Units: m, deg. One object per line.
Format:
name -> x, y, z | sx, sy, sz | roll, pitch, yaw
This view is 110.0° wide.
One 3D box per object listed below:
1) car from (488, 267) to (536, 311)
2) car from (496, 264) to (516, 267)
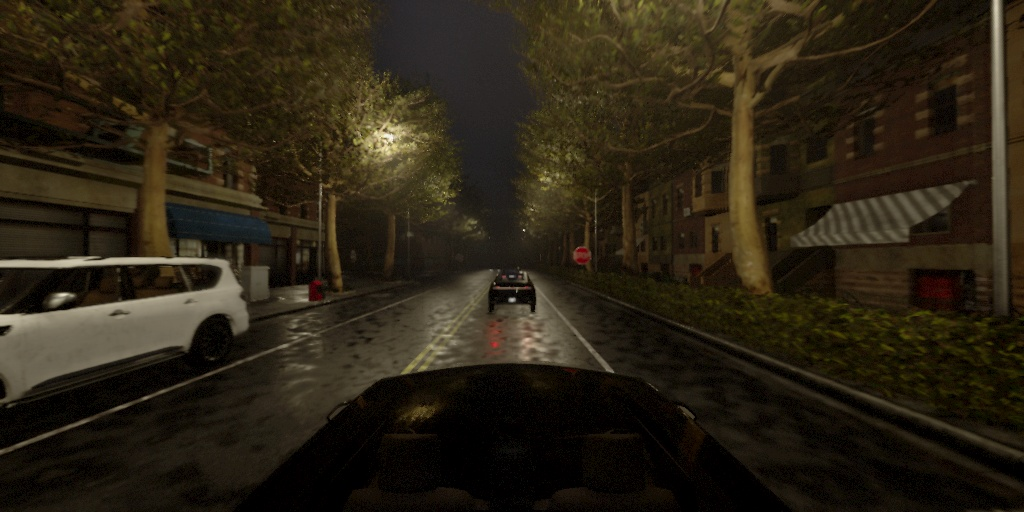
car -> 0.021, 1.397, 15.333 | 2.128, 1.511, 4.902 | 0, -1, 0
car -> 0.017, 1.609, 29.349 | 2.033, 1.411, 5.357 | 0, -1, 0
